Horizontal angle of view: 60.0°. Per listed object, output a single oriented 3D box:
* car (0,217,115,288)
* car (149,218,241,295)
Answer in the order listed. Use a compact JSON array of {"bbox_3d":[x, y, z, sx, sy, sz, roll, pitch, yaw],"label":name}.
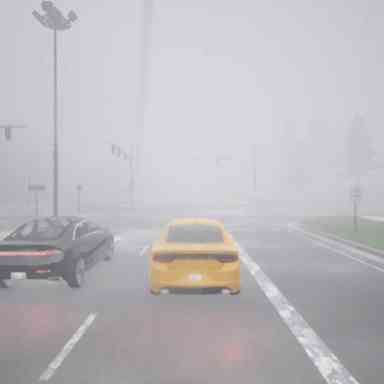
[{"bbox_3d":[-3.420,1.410,8.960,2.128,1.511,4.902,0,1,0],"label":"car"},{"bbox_3d":[0.072,1.400,8.577,1.882,1.535,5.008,0,1,0],"label":"car"}]
